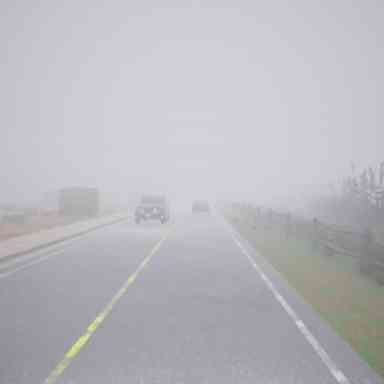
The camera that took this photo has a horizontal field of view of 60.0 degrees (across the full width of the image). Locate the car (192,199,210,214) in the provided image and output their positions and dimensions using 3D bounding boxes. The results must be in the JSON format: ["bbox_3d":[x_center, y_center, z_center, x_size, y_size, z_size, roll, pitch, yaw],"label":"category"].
[{"bbox_3d":[0.974,1.584,36.638,1.882,1.535,5.008,0,0,1],"label":"car"}]

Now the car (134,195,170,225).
[{"bbox_3d":[-2.901,1.267,25.443,2.150,2.045,5.566,0,0,1],"label":"car"}]

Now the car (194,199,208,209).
[{"bbox_3d":[1.269,1.741,48.491,1.895,1.301,4.718,0,0,1],"label":"car"}]
